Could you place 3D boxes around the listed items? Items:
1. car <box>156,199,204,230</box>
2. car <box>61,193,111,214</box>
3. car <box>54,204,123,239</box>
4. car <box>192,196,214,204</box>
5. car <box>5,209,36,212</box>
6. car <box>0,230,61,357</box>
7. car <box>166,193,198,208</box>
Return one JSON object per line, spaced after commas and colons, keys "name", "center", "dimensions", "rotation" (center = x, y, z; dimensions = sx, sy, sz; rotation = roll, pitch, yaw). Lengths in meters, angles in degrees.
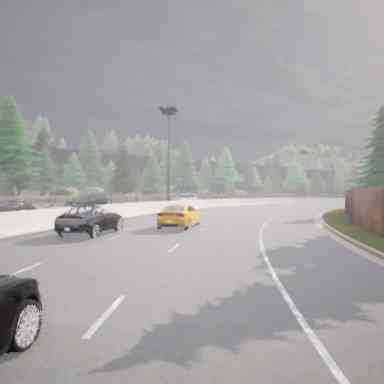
{"name": "car", "center": [-0.728, 1.477, 21.102], "dimensions": [1.882, 1.535, 5.008], "rotation": [0, 0, 13]}
{"name": "car", "center": [-11.157, 1.133, 35.562], "dimensions": [2.150, 2.045, 5.566], "rotation": [0, 0, 20]}
{"name": "car", "center": [-5.138, 1.451, 17.187], "dimensions": [2.128, 1.511, 4.902], "rotation": [0, 0, 10]}
{"name": "car", "center": [2.235, 1.579, 67.024], "dimensions": [1.882, 1.535, 5.008], "rotation": [0, 0, 38]}
{"name": "car", "center": [-16.456, 1.427, 30.471], "dimensions": [1.994, 1.385, 4.181], "rotation": [0, 0, 17]}
{"name": "car", "center": [-3.251, 1.450, 3.083], "dimensions": [1.882, 1.535, 5.008], "rotation": [0, 0, 2]}
{"name": "car", "center": [-1.325, 1.227, 48.867], "dimensions": [2.150, 2.045, 5.566], "rotation": [0, -1, 29]}
